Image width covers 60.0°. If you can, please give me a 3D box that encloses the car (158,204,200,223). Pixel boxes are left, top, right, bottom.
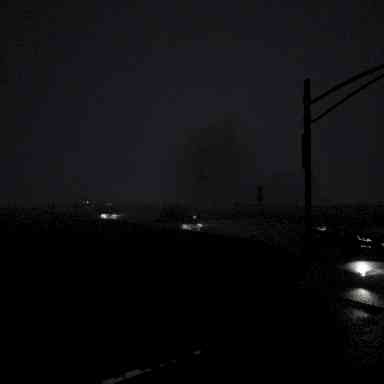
[{"bbox_3d":[-1.216,1.840,29.181,2.128,1.511,4.902,-1,0,-36],"label":"car"}]

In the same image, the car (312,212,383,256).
[{"bbox_3d":[6.624,1.661,14.011,1.837,1.490,4.892,1,-1,-4],"label":"car"}]

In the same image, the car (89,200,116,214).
[{"bbox_3d":[-11.522,2.155,43.569,1.994,1.385,4.181,-1,0,-36],"label":"car"}]

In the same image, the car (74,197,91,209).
[{"bbox_3d":[-20.413,2.028,62.264,2.150,2.045,5.566,-1,0,-36],"label":"car"}]
